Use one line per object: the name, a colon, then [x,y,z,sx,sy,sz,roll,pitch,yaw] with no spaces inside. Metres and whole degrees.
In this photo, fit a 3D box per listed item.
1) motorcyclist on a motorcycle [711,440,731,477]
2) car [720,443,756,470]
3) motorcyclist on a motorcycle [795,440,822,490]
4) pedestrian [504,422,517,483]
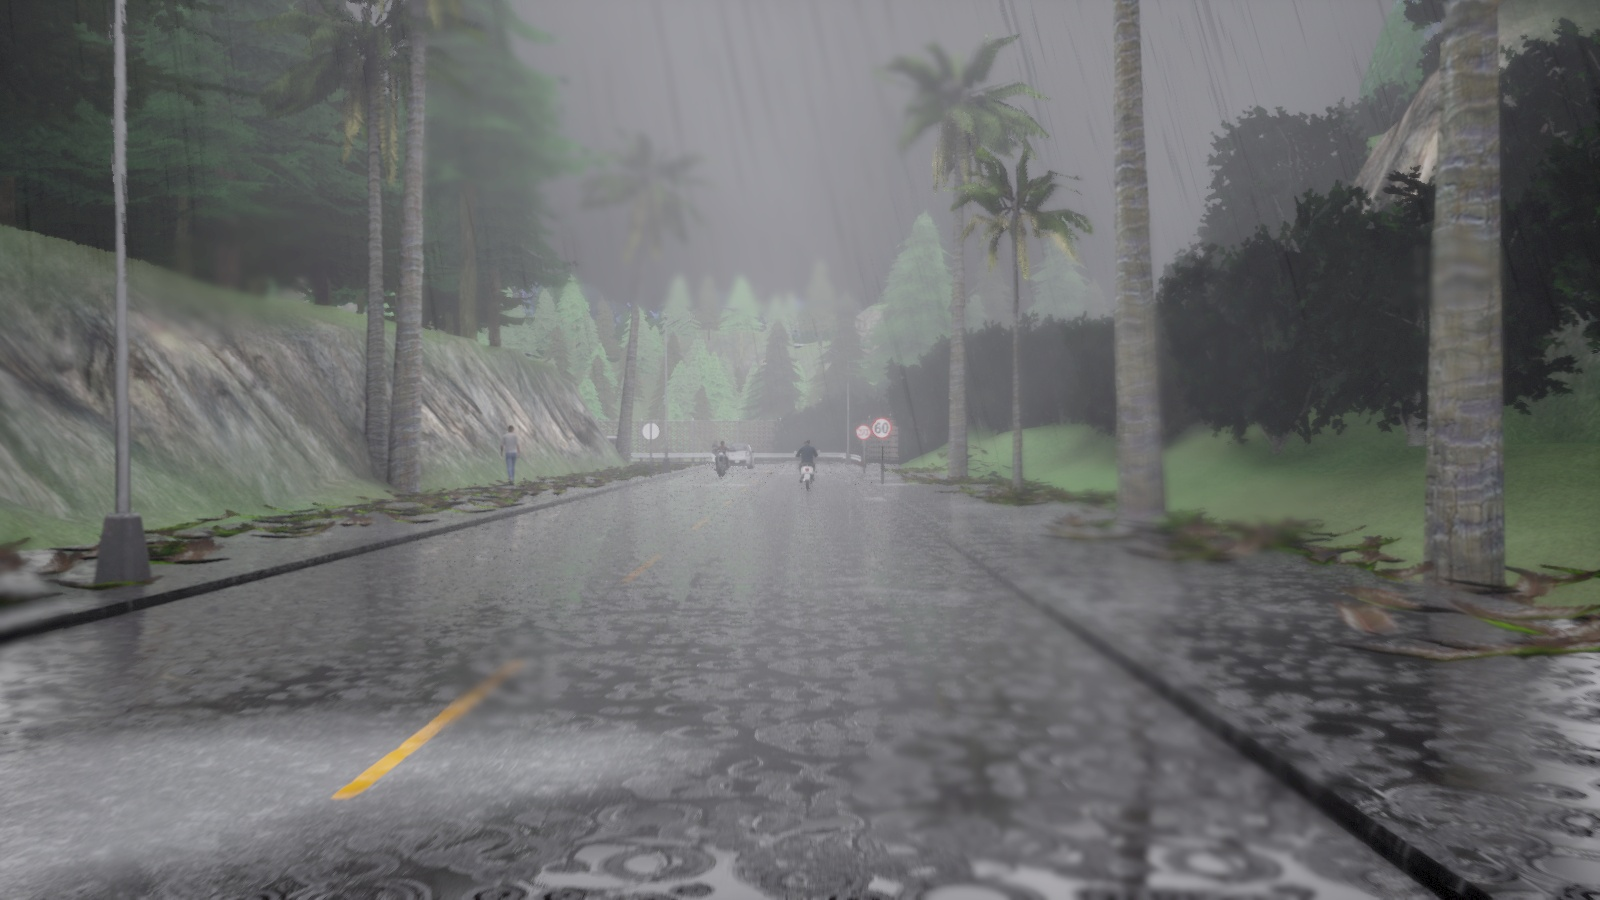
motorcyclist on a motorcycle: [-3.624,0.366,58.040,0.766,1.649,2.350,0,0,0]
car: [-3.528,0.351,72.144,1.845,1.501,3.633,0,0,1]
motorcyclist on a motorcycle: [0.268,0.469,40.867,0.866,1.590,1.817,0,0,0]
pedestrian: [-8.749,0.072,37.902,0.354,1.836,0.706,0,0,-11]
